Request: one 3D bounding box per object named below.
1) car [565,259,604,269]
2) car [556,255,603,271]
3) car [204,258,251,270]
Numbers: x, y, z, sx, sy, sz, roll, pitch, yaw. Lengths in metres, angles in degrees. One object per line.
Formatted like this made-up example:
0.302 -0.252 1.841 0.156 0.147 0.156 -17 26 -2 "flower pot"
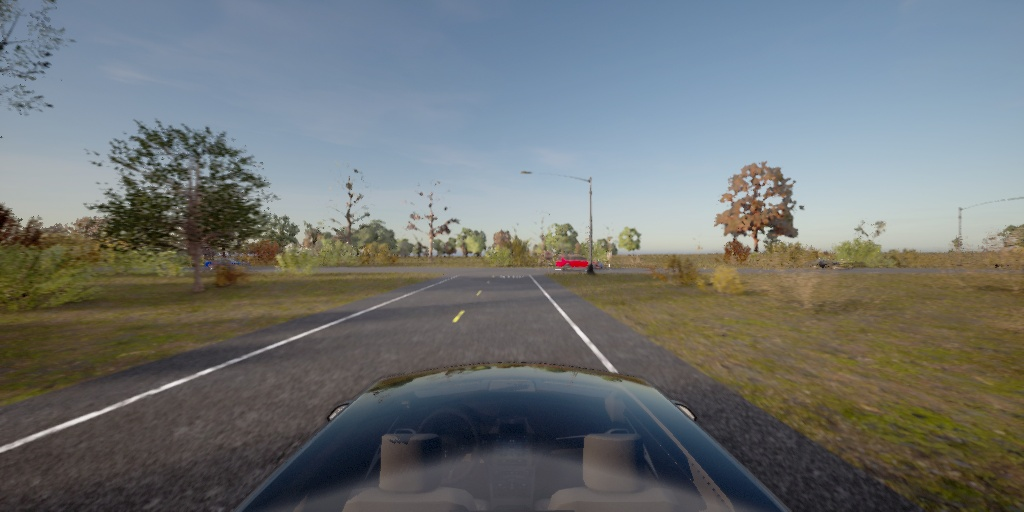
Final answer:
10.778 1.230 53.236 5.357 1.411 2.033 0 0 -2 "car"
8.457 0.914 46.149 5.566 2.045 2.150 0 0 -2 "car"
-35.559 0.986 44.952 5.008 1.535 1.882 0 0 -2 "car"
